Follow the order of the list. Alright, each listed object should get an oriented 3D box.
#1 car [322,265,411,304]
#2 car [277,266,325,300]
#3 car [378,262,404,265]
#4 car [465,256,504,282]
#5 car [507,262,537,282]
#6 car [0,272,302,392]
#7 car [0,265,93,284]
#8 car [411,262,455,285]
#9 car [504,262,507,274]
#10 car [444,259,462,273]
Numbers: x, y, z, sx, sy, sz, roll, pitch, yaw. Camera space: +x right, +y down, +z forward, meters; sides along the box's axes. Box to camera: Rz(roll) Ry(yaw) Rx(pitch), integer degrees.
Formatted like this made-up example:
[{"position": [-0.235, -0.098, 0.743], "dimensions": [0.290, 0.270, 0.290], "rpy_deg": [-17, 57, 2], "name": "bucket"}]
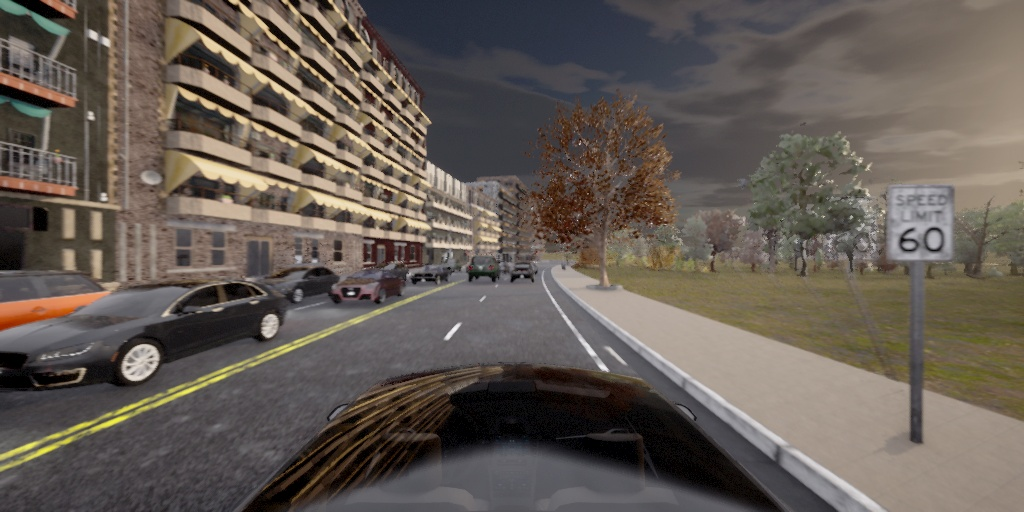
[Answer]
[{"position": [-6.312, 1.293, 16.166], "dimensions": [1.994, 1.385, 4.181], "rpy_deg": [0, 0, 2], "name": "car"}, {"position": [-9.565, 1.222, 16.157], "dimensions": [1.837, 1.490, 4.892], "rpy_deg": [0, 0, 2], "name": "car"}, {"position": [-9.071, 1.233, 26.503], "dimensions": [1.837, 1.490, 4.892], "rpy_deg": [0, 0, 4], "name": "car"}, {"position": [-2.201, 0.982, 29.525], "dimensions": [2.150, 2.045, 5.566], "rpy_deg": [0, 0, 3], "name": "car"}, {"position": [0.902, 1.276, 29.146], "dimensions": [1.837, 1.490, 4.892], "rpy_deg": [0, 0, 4], "name": "car"}, {"position": [-6.532, 1.232, 6.965], "dimensions": [1.837, 1.490, 4.892], "rpy_deg": [0, 0, 1], "name": "car"}, {"position": [-9.782, 1.068, 6.153], "dimensions": [2.097, 1.767, 4.553], "rpy_deg": [0, 0, 1], "name": "car"}, {"position": [-5.830, 1.341, 26.293], "dimensions": [1.895, 1.301, 4.718], "rpy_deg": [0, 0, 4], "name": "car"}, {"position": [-1.318, 1.338, 41.635], "dimensions": [2.033, 1.411, 5.357], "rpy_deg": [0, 0, 6], "name": "car"}, {"position": [-7.618, 1.165, 44.524], "dimensions": [2.097, 1.767, 4.553], "rpy_deg": [0, 0, 6], "name": "car"}]
